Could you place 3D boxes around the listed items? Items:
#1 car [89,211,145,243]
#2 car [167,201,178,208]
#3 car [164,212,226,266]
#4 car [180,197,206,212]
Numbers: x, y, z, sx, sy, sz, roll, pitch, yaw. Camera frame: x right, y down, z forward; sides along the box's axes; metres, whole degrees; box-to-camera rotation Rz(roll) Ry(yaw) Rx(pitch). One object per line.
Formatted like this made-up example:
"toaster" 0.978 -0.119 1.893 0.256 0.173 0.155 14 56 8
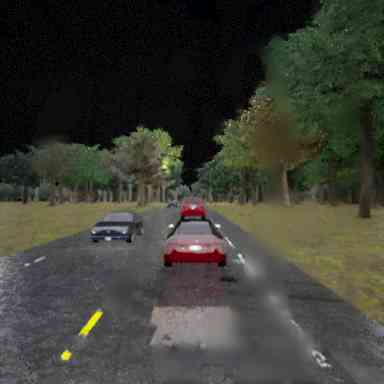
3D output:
"car" -3.599 1.664 16.979 2.033 1.411 5.357 0 0 0
"car" -3.499 2.281 60.486 2.033 1.411 5.357 0 -1 0
"car" 0.096 1.641 11.869 1.994 1.385 4.181 0 0 0
"car" 0.100 1.479 31.028 2.150 2.045 5.566 0 0 0
